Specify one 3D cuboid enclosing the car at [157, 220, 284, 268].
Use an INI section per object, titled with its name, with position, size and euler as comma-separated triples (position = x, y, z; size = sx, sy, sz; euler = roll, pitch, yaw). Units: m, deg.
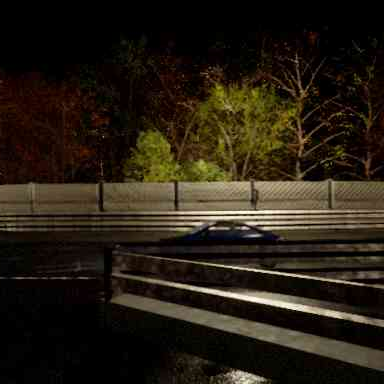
[car]
position = 0.838, 1.608, 10.821
size = 4.181, 1.385, 1.994
euler = -1, 0, -1
